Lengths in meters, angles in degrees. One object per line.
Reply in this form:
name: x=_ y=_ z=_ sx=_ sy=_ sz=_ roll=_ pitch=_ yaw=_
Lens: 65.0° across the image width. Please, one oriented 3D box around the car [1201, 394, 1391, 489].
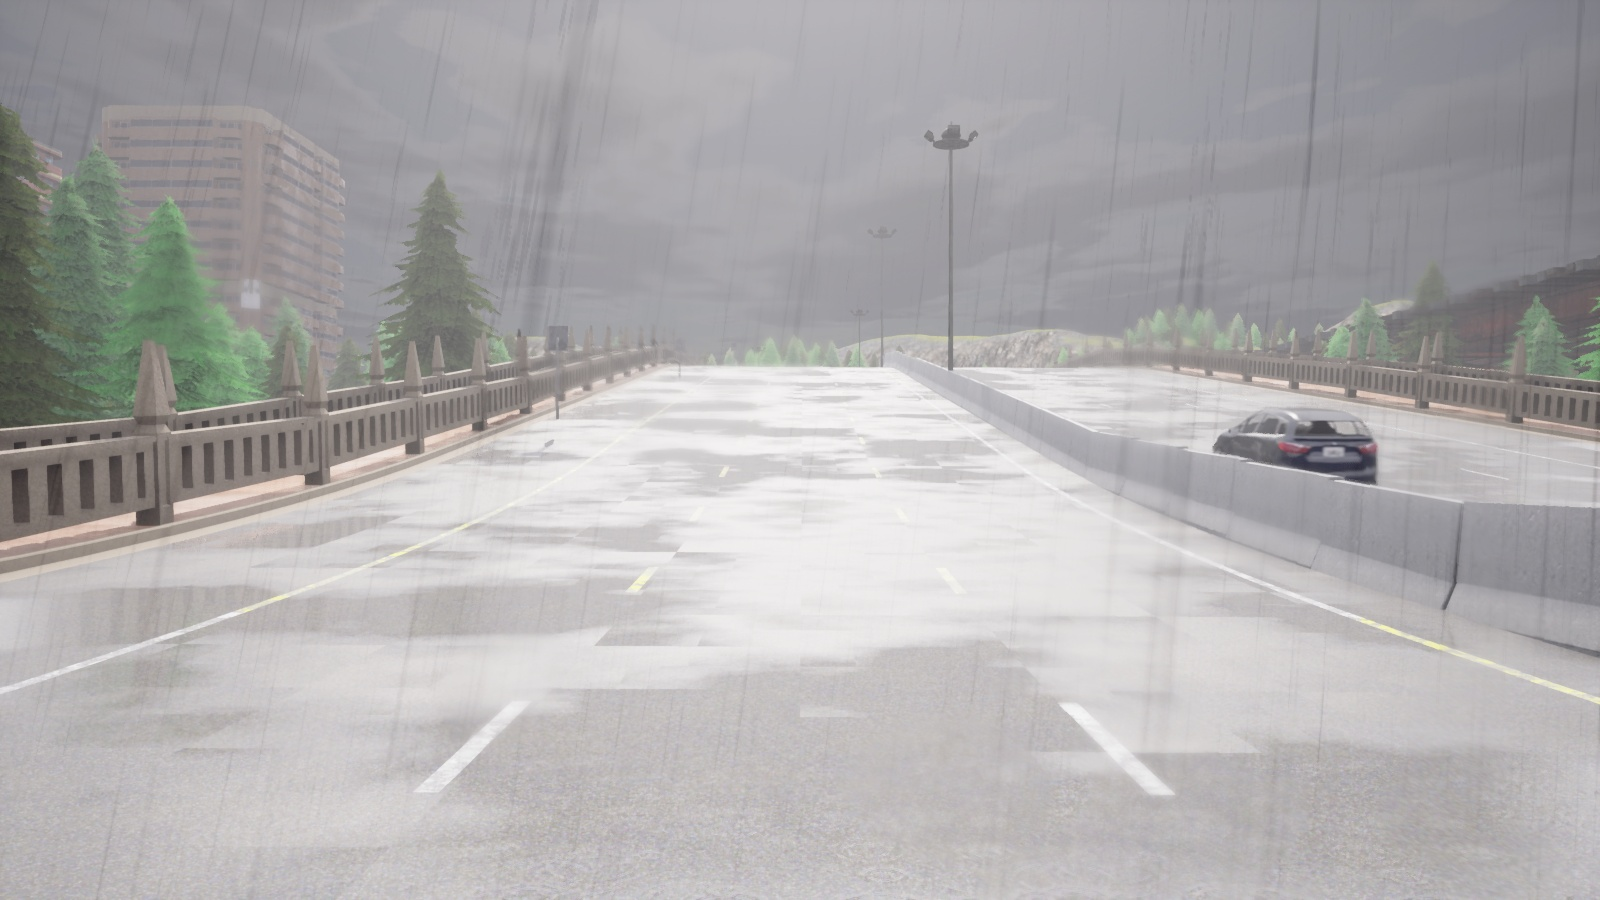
car: x=10.507 y=-0.269 z=27.057 sx=2.242 sy=1.667 sz=4.611 roll=0 pitch=5 yaw=0
